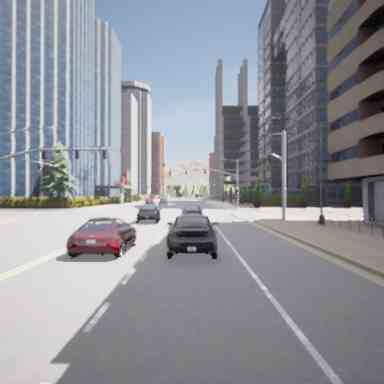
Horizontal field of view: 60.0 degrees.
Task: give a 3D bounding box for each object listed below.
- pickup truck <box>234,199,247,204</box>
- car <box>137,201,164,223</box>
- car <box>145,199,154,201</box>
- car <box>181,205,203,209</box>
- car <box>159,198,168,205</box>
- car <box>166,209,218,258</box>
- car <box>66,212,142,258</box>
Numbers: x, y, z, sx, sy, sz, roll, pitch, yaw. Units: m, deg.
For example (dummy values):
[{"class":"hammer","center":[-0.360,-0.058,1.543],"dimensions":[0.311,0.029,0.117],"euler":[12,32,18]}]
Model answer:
[{"class":"pickup truck","center":[13.065,1.987,85.548],"dimensions":[2.390,2.098,6.274],"euler":[0,-1,30]},{"class":"car","center":[-3.701,1.803,28.470],"dimensions":[2.128,1.511,4.902],"euler":[0,0,-5]},{"class":"car","center":[-10.554,2.374,82.569],"dimensions":[1.882,1.535,5.008],"euler":[0,-1,0]},{"class":"car","center":[0.003,1.840,28.886],"dimensions":[1.812,1.442,4.674],"euler":[0,0,0]},{"class":"car","center":[-7.054,2.252,82.602],"dimensions":[2.097,1.767,4.553],"euler":[0,-1,0]},{"class":"car","center":[0.014,1.655,13.486],"dimensions":[1.837,1.490,4.892],"euler":[0,0,1]},{"class":"car","center":[-3.484,1.713,13.524],"dimensions":[1.994,1.385,4.181],"euler":[0,-1,0]}]
